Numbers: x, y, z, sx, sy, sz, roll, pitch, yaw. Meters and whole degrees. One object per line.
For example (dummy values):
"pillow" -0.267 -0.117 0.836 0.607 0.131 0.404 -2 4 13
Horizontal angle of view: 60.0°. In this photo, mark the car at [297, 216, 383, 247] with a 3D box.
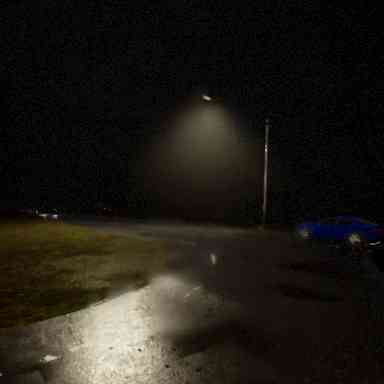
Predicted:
"car" 8.130 2.080 18.299 1.882 1.535 5.008 5 -4 -34

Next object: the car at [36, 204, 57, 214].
"car" -21.595 2.569 49.870 1.837 1.490 4.892 4 -4 -33

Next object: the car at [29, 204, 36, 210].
"car" -38.124 3.623 80.041 1.837 1.490 4.892 5 -4 -29

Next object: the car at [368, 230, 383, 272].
"car" 6.967 1.753 7.643 1.895 1.301 4.718 3 -3 -35

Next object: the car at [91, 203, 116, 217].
"car" -13.321 2.657 50.033 2.150 2.045 5.566 5 -4 -34
